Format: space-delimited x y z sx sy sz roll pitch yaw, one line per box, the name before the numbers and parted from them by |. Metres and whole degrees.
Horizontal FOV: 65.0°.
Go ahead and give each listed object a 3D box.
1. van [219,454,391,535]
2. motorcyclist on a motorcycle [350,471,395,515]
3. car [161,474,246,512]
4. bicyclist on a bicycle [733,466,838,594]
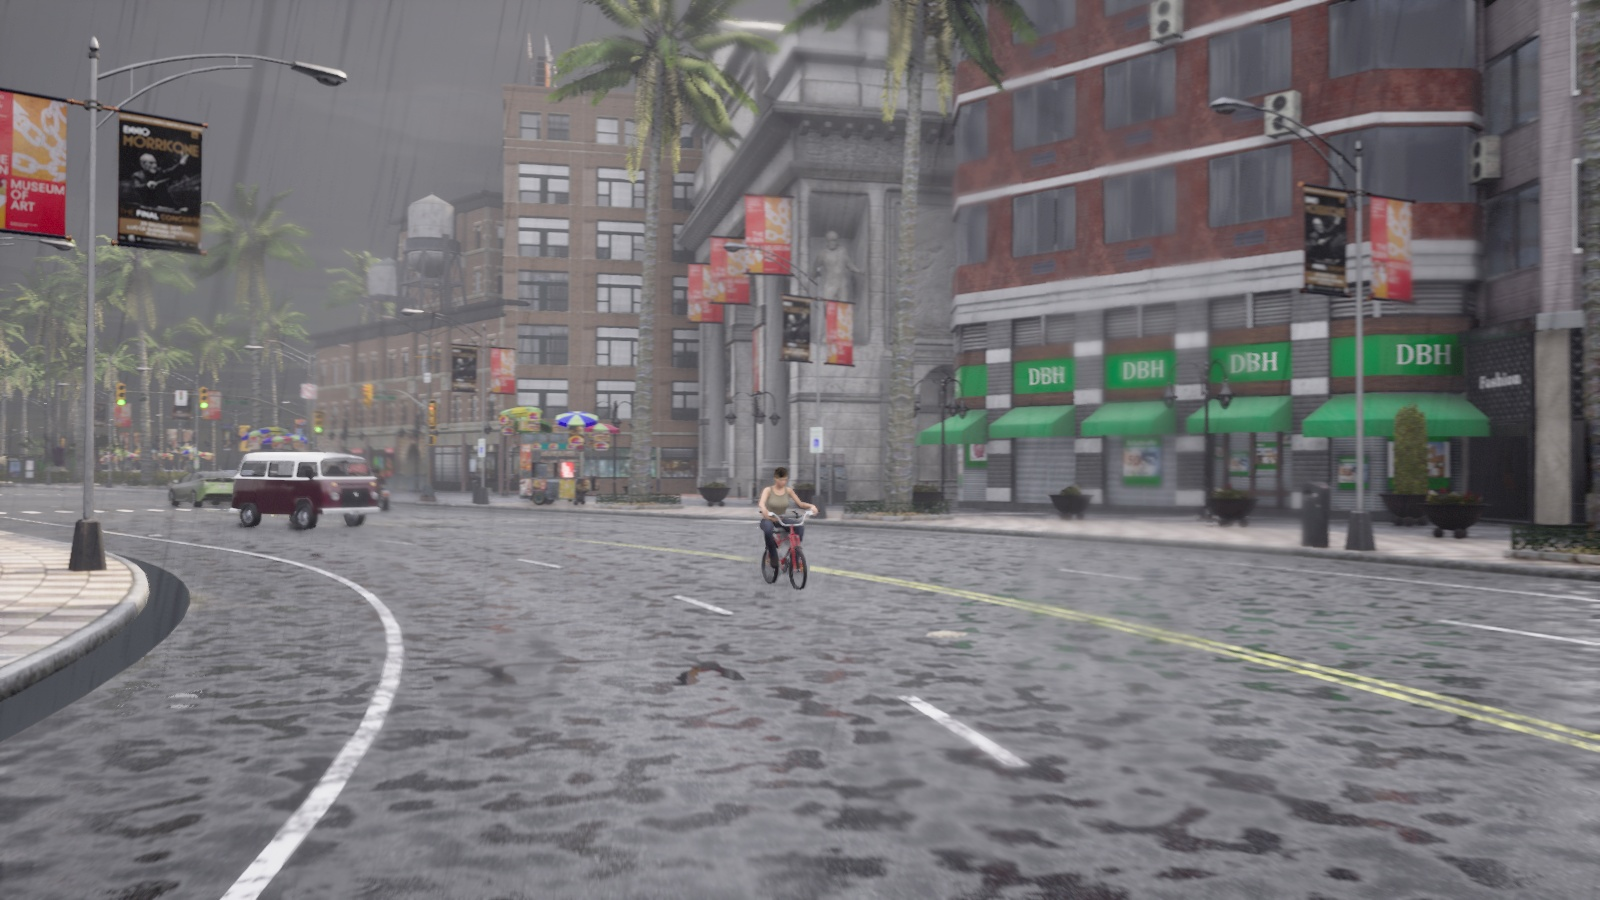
van | -13.321 1.173 33.730 4.480 2.038 2.069 -1 -1 33
motorcyclist on a motorcycle | -16.586 1.668 48.670 0.766 1.649 2.350 1 -2 -42
car | -25.142 1.779 52.860 2.007 1.525 4.514 1 -1 -42
bicyclist on a bicycle | -0.213 1.034 16.815 0.866 1.612 1.509 0 -1 -24
